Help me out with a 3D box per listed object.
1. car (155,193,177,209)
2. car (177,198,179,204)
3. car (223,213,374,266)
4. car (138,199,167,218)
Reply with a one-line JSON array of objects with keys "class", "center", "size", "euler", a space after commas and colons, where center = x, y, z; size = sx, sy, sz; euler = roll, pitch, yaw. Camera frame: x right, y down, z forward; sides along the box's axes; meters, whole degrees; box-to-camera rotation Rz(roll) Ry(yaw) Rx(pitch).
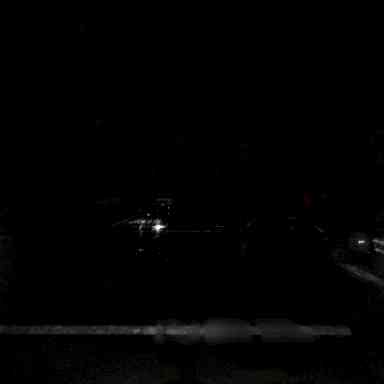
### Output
[{"class": "car", "center": [-3.568, 1.177, 43.737], "size": [2.150, 2.045, 5.566], "euler": [0, 1, 0]}, {"class": "car", "center": [-3.477, 1.562, 61.852], "size": [1.895, 1.301, 4.718], "euler": [0, 0, 0]}, {"class": "car", "center": [3.510, 1.496, 11.543], "size": [4.902, 1.511, 2.128], "euler": [0, 1, 25]}, {"class": "car", "center": [-3.588, 1.576, 29.672], "size": [1.895, 1.301, 4.718], "euler": [0, 0, 0]}]
